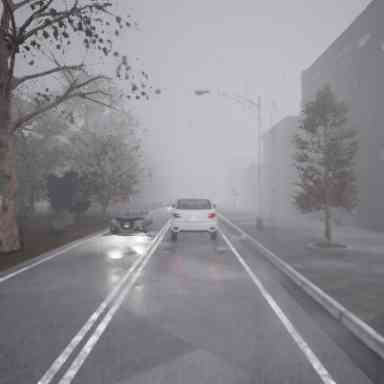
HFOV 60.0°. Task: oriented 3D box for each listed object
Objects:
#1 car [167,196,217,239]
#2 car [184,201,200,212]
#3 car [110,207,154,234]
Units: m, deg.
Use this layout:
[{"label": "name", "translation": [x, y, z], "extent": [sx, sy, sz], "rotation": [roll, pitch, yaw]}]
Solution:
[{"label": "car", "translation": [0.092, 1.230, 17.436], "extent": [2.150, 2.045, 5.566], "rotation": [0, 0, 0]}, {"label": "car", "translation": [0.029, 1.804, 41.959], "extent": [1.895, 1.301, 4.718], "rotation": [0, -1, 0]}, {"label": "car", "translation": [-3.360, 1.577, 19.163], "extent": [1.994, 1.385, 4.181], "rotation": [0, 0, 0]}]
